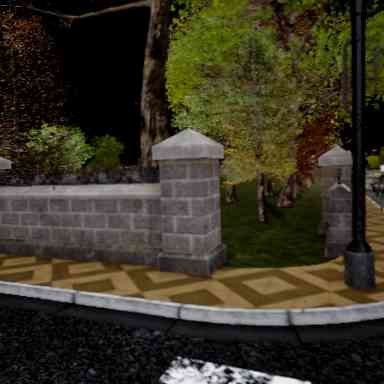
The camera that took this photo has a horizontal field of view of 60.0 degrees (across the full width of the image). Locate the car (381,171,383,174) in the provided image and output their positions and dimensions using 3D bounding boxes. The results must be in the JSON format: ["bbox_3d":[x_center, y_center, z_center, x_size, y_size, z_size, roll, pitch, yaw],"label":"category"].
[{"bbox_3d":[25.117,-1.972,42.261,2.097,1.767,4.553,0,3,23],"label":"car"}]

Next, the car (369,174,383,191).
[{"bbox_3d":[17.398,-0.692,30.602,1.947,1.339,4.313,-1,3,23],"label":"car"}]

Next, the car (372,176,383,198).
[{"bbox_3d":[15.188,-0.334,25.372,1.947,1.339,4.313,-1,3,23],"label":"car"}]
